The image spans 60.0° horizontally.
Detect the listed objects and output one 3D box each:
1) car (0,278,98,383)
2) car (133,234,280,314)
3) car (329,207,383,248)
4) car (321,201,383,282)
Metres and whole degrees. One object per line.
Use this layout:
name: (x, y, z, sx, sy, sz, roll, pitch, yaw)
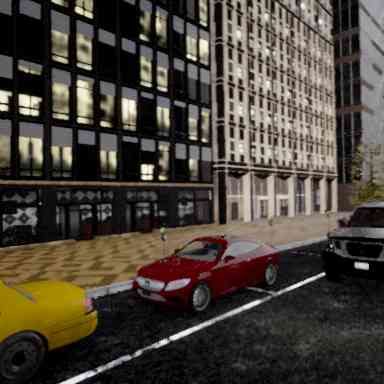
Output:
car: (-3.511, 1.652, 3.771, 1.752, 1.417, 4.829, -2, -2, 44)
car: (0.574, 1.716, 7.975, 1.802, 1.307, 4.206, -2, -2, 44)
car: (8.502, 1.587, 16.146, 1.967, 1.590, 4.097, -2, -2, 44)
car: (5.694, 1.300, 9.394, 2.150, 2.045, 5.566, -2, -1, 44)
